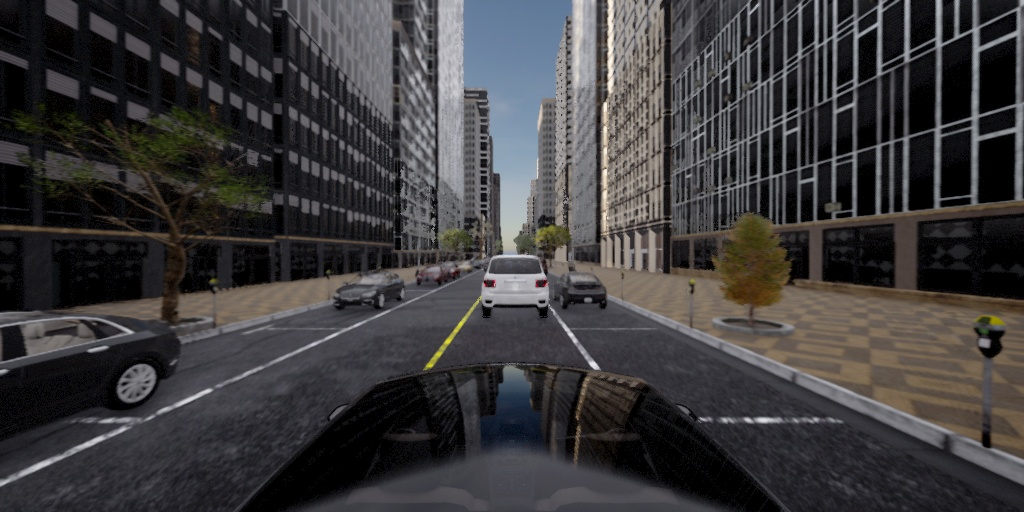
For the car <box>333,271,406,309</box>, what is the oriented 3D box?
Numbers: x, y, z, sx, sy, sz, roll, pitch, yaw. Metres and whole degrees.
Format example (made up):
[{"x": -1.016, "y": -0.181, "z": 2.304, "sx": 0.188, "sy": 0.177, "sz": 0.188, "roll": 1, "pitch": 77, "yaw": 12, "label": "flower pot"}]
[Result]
[{"x": -5.692, "y": 1.315, "z": 14.801, "sx": 2.007, "sy": 1.370, "sz": 4.403, "roll": 0, "pitch": 0, "yaw": 0, "label": "car"}]

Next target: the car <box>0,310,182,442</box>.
[{"x": -5.692, "y": 1.303, "z": 3.435, "sx": 2.007, "sy": 1.370, "sz": 4.403, "roll": 0, "pitch": 0, "yaw": 0, "label": "car"}]

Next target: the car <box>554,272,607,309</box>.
[{"x": 2.689, "y": 1.315, "z": 14.802, "sx": 2.007, "sy": 1.370, "sz": 4.403, "roll": 0, "pitch": 0, "yaw": 0, "label": "car"}]

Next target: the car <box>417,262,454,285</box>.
[{"x": -5.692, "y": 1.359, "z": 26.169, "sx": 1.802, "sy": 1.307, "sz": 4.207, "roll": 0, "pitch": 0, "yaw": 0, "label": "car"}]

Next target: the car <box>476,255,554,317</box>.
[{"x": 0.102, "y": 0.984, "z": 13.343, "sx": 2.150, "sy": 2.045, "sz": 5.566, "roll": 0, "pitch": 0, "yaw": 0, "label": "car"}]

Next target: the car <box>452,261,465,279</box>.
[{"x": -5.692, "y": 1.223, "z": 31.852, "sx": 1.967, "sy": 1.591, "sz": 4.097, "roll": 0, "pitch": 0, "yaw": 0, "label": "car"}]

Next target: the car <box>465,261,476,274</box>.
[{"x": -5.692, "y": 1.321, "z": 43.050, "sx": 1.751, "sy": 1.417, "sz": 4.829, "roll": 0, "pitch": 0, "yaw": 0, "label": "car"}]
